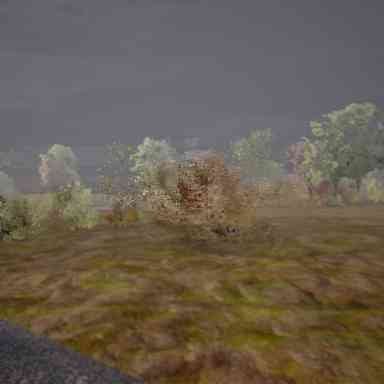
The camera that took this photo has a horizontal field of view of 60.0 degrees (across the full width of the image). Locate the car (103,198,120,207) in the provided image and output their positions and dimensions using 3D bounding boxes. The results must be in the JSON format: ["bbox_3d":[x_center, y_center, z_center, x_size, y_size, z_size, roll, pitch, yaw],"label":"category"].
[{"bbox_3d":[-12.529,1.669,55.083,2.128,1.511,4.902,0,0,39],"label":"car"}]
